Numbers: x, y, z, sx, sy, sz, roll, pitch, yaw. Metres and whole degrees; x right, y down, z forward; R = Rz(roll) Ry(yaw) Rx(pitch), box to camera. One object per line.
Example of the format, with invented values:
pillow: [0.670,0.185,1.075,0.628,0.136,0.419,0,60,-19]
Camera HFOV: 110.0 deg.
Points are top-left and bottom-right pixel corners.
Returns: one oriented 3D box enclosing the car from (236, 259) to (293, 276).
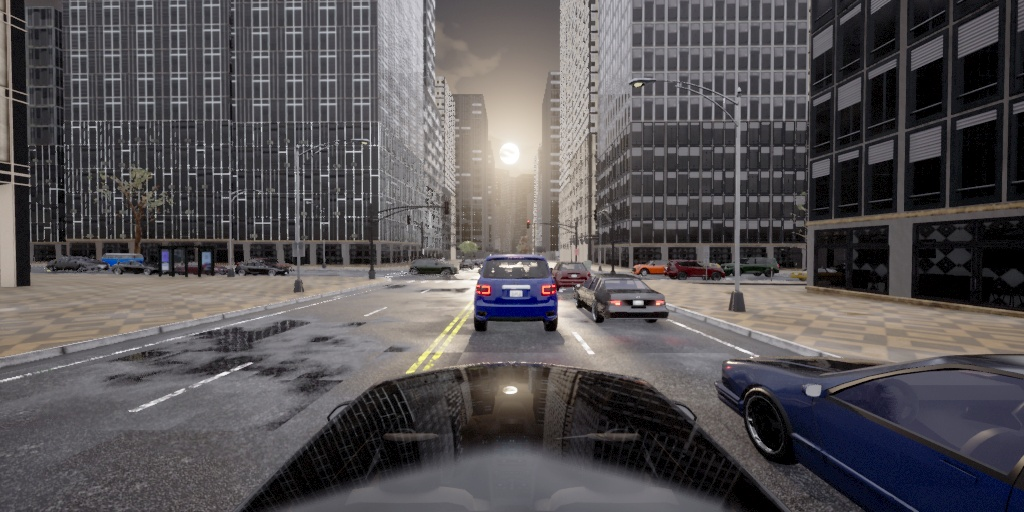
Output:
car: [-22.722,1.172,32.649,4.313,1.339,1.948,0,0,1]

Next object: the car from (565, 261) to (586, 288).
car: [3.355,1.091,21.461,2.097,1.767,4.553,0,0,0]

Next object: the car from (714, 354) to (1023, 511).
car: [3.351,1.297,1.874,2.033,1.411,5.357,0,0,1]

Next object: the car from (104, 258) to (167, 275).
car: [-34.087,1.068,32.959,4.313,1.339,1.948,0,0,1]

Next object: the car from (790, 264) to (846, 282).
car: [27.651,1.577,31.908,4.829,1.417,1.751,0,0,1]

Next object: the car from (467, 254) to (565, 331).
car: [0.100,0.967,11.052,2.150,2.045,5.566,0,0,0]

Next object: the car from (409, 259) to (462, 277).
car: [-7.629,1.049,35.059,4.553,1.767,2.097,1,1,1]

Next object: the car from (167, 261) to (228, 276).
car: [-28.406,1.136,32.784,4.207,1.307,1.802,0,0,1]

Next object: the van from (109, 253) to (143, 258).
van: [-45.275,0.603,41.624,3.998,1.789,1.690,0,0,1]

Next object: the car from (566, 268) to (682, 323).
car: [3.354,1.292,12.054,2.033,1.411,5.357,0,0,0]

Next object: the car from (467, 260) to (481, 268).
car: [-6.551,1.301,62.824,1.895,1.301,4.718,0,0,0]

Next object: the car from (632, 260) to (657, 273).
car: [15.048,1.200,37.882,4.553,1.767,2.097,0,1,0]

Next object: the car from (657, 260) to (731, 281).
car: [16.203,1.267,32.108,5.009,1.841,2.192,0,0,1]

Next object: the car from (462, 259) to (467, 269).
car: [-6.585,1.218,52.521,1.837,1.490,4.892,0,0,-1]

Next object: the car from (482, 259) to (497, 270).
car: [-3.319,1.189,53.411,1.882,1.535,5.008,0,0,0]

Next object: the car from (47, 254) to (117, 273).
car: [-43.247,0.866,35.798,4.902,1.511,2.128,1,1,1]

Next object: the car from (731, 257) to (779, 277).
car: [24.900,1.156,37.730,5.566,2.045,2.150,1,1,1]

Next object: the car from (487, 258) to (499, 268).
car: [-3.299,1.178,63.024,1.882,1.535,5.008,0,0,0]
